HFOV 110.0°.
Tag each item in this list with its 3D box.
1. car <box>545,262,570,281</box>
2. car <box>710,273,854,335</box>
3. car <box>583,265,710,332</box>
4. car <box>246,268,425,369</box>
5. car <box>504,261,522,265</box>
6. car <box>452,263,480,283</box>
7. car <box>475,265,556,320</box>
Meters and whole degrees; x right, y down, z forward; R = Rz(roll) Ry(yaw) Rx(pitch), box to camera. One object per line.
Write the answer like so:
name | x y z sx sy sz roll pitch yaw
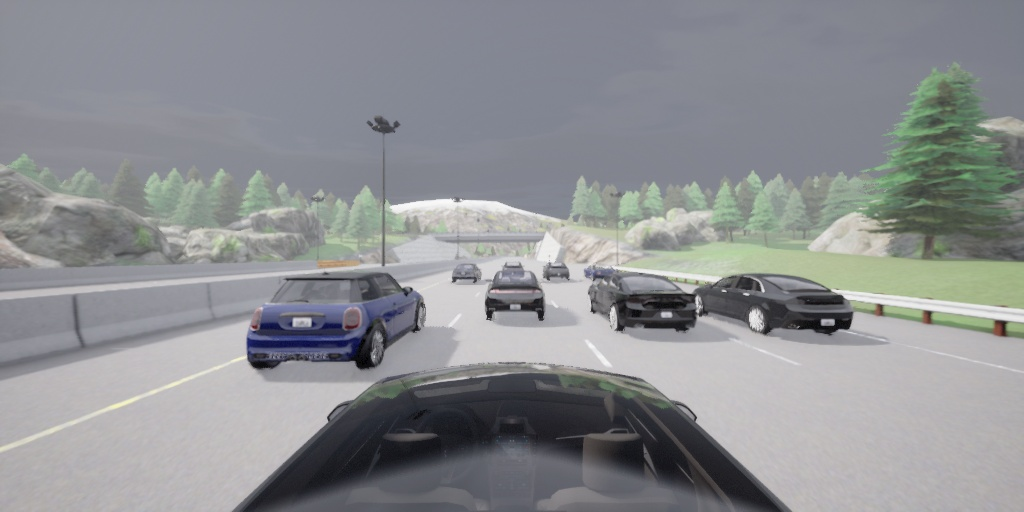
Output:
car | 3.590 1.195 29.780 2.128 1.511 4.902 0 0 0
car | 7.097 1.240 10.475 1.837 1.490 4.892 0 0 0
car | 3.597 1.213 10.820 1.882 1.535 5.008 0 0 0
car | -3.403 1.092 7.937 2.097 1.767 4.553 0 0 0
car | 0.090 1.193 30.744 2.128 1.511 4.902 0 0 0
car | -3.409 1.254 27.595 2.033 1.411 5.357 0 0 0
car | 0.096 1.223 12.567 2.128 1.511 4.902 0 0 0
